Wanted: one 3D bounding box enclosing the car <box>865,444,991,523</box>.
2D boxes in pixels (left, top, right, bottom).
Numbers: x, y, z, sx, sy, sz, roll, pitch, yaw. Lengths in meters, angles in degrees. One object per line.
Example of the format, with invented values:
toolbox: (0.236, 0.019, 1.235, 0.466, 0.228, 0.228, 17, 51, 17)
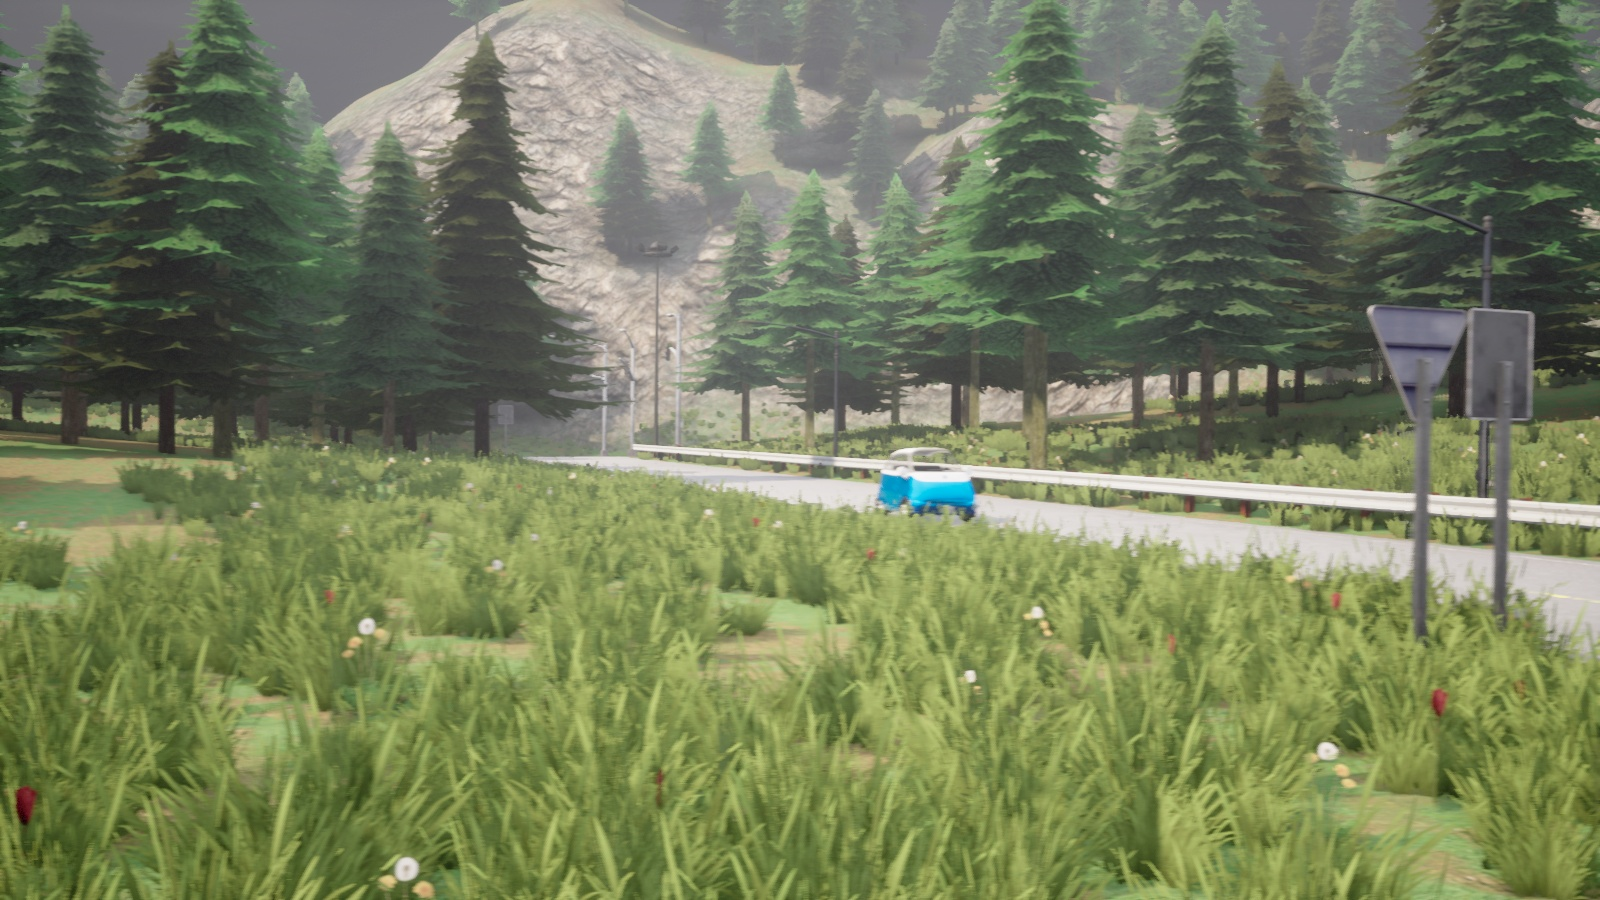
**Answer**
car: (2.351, 0.585, 23.449, 1.481, 1.376, 2.207, -1, 1, -21)
